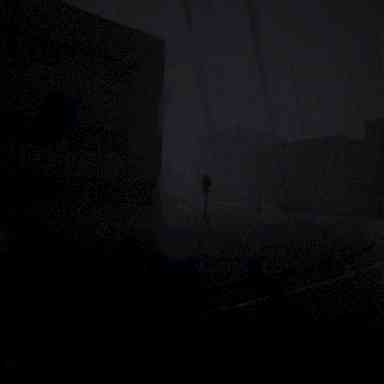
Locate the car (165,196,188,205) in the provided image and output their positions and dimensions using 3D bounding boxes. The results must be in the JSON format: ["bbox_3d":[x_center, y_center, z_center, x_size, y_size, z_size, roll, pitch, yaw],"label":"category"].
[{"bbox_3d":[-2.636,1.355,55.631,1.882,1.535,5.008,3,0,-36],"label":"car"}]

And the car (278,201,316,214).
[{"bbox_3d":[12.626,1.847,40.230,2.128,1.511,4.902,2,-1,-32],"label":"car"}]
